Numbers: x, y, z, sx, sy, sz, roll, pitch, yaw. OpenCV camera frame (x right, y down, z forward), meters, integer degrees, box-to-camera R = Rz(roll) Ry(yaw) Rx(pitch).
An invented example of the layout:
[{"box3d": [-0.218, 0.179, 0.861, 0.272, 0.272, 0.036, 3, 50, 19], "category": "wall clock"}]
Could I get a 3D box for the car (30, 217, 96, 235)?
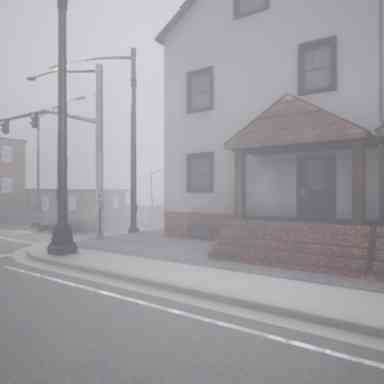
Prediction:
[{"box3d": [-10.302, 2.734, 27.298, 2.033, 1.411, 5.357, 0, -9, 36], "category": "car"}]
